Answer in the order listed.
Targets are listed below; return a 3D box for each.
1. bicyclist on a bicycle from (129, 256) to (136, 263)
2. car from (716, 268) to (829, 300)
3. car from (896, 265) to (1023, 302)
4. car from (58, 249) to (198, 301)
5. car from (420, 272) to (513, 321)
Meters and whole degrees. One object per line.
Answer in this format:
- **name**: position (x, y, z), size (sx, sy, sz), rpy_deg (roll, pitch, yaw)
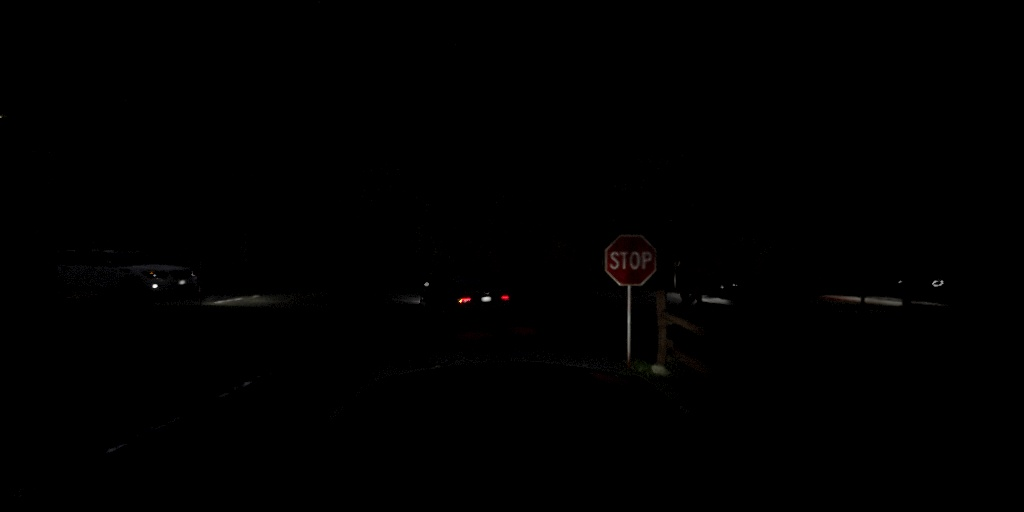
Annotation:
- **bicyclist on a bicycle**: position (-22.467, 0.849, 21.360), size (0.582, 1.620, 1.656), rpy_deg (1, 0, 1)
- **car**: position (12.930, 1.350, 17.970), size (4.892, 1.490, 1.837), rpy_deg (1, 0, 1)
- **car**: position (22.191, 1.305, 17.876), size (4.553, 1.767, 2.097), rpy_deg (1, 0, 1)
- **car**: position (-16.787, 0.733, 15.315), size (5.566, 2.045, 2.150), rpy_deg (1, 0, 1)
- **car**: position (-1.804, 1.249, 12.432), size (2.033, 1.411, 5.357), rpy_deg (0, 0, -25)
